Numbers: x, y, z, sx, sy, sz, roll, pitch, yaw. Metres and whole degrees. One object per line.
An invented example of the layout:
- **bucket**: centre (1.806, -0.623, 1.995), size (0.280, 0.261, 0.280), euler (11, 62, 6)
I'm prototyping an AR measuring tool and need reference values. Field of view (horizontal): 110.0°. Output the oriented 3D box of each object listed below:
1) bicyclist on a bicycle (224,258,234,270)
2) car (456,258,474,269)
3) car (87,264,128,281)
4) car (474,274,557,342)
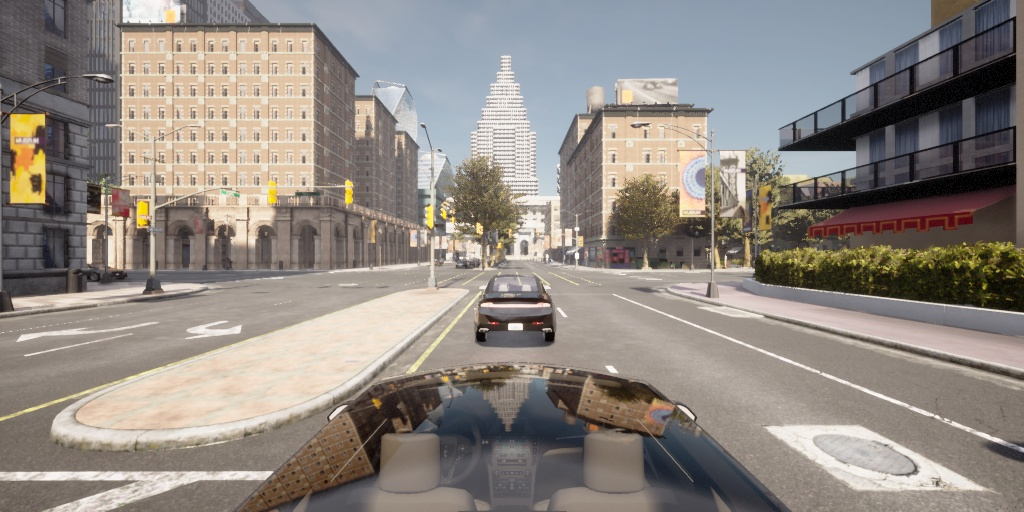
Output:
- **bicyclist on a bicycle**: centre (-37.237, 1.050, 47.188), size (0.582, 1.620, 1.656), euler (0, 0, 0)
- **car**: centre (-8.002, 1.241, 58.527), size (2.128, 1.511, 4.902), euler (0, 0, 0)
- **car**: centre (-34.159, 1.314, 29.234), size (4.181, 1.385, 1.994), euler (0, 0, 0)
- **car**: centre (0.082, 1.242, 9.778), size (2.128, 1.511, 4.902), euler (0, 0, 0)
